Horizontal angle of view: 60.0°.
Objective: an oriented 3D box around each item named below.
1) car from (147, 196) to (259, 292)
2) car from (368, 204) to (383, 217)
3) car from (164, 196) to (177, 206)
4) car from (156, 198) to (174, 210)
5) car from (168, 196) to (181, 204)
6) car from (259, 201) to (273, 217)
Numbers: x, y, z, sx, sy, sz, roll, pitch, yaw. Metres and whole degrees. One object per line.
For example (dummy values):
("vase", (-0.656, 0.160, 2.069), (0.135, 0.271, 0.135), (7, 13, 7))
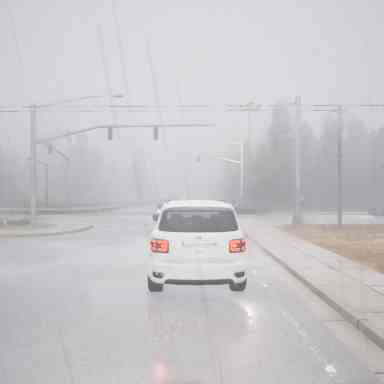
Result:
("car", (0.066, 1.218, 9.092), (2.150, 2.045, 5.566), (0, 0, -2))
("car", (18.505, 1.590, 30.431), (4.181, 1.385, 1.994), (0, 0, 1))
("car", (-3.567, 1.505, 55.132), (1.837, 1.490, 4.892), (0, 0, 0))
("car", (-3.594, 1.547, 44.945), (2.033, 1.411, 5.357), (0, 0, 0))
("car", (-3.435, 1.492, 65.397), (2.128, 1.511, 4.902), (0, 0, 1))
("car", (4.935, 1.513, 30.718), (4.902, 1.511, 2.128), (0, 0, 2))
